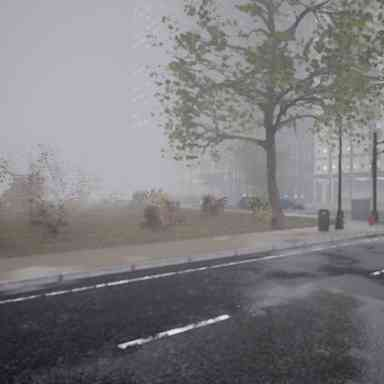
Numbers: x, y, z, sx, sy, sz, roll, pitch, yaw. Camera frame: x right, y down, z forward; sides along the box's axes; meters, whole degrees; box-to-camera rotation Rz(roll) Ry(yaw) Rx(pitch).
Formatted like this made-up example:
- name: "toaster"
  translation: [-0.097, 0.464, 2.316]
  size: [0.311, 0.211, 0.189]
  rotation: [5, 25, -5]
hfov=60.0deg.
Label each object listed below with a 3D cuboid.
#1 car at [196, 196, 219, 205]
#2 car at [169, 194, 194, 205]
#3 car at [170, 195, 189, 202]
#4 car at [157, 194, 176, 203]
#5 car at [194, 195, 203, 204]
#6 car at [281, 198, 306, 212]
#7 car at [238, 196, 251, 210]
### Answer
- name: "car"
  translation: [2.916, 1.549, 62.437]
  size: [1.812, 1.442, 4.674]
  rotation: [1, 0, -34]
- name: "car"
  translation: [-2.167, 1.452, 58.251]
  size: [1.812, 1.442, 4.674]
  rotation: [1, -1, -33]
- name: "car"
  translation: [-2.646, 1.403, 70.750]
  size: [1.812, 1.442, 4.674]
  rotation: [1, 0, -34]
- name: "car"
  translation: [-5.329, 1.275, 68.918]
  size: [2.097, 1.767, 4.553]
  rotation: [1, 0, -34]
- name: "car"
  translation: [-0.260, 1.326, 61.384]
  size: [2.097, 1.767, 4.553]
  rotation: [1, 0, -34]
- name: "car"
  translation: [10.847, 1.436, 38.730]
  size: [1.882, 1.535, 5.008]
  rotation: [1, 0, -34]
- name: "car"
  translation: [7.354, 1.260, 38.111]
  size: [2.097, 1.767, 4.553]
  rotation: [1, 0, -34]
